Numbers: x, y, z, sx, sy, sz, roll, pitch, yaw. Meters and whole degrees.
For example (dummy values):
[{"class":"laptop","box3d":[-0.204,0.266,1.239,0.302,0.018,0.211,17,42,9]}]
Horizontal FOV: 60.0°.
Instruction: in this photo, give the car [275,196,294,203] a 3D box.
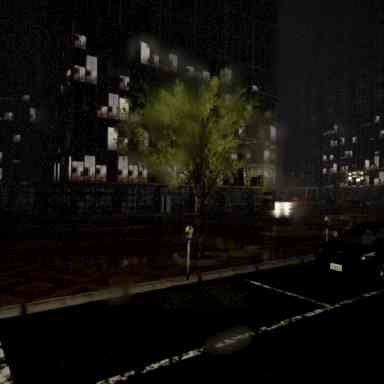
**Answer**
[{"class":"car","box3d":[21.910,1.795,80.283,1.967,1.590,4.097,1,-1,-20]}]

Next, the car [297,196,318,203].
[{"class":"car","box3d":[29.300,1.821,83.021,2.192,1.841,5.009,1,-1,-20]}]

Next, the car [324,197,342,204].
[{"class":"car","box3d":[27.688,1.689,64.534,1.967,1.590,4.097,1,-1,-20]}]

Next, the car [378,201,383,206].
[{"class":"car","box3d":[36.946,1.890,62.170,1.752,1.417,4.829,1,-1,-20]}]

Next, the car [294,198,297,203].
[{"class":"car","box3d":[27.369,2.123,88.270,1.802,1.307,4.206,1,-1,-20]}]

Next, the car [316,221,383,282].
[{"class":"car","box3d":[5.544,1.574,9.810,4.313,1.339,1.947,0,1,-34]}]

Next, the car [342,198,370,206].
[{"class":"car","box3d":[29.613,1.764,59.282,2.008,1.369,4.403,1,-1,-20]}]

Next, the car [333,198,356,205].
[{"class":"car","box3d":[33.151,1.985,72.514,2.008,1.369,4.403,1,-1,-20]}]
